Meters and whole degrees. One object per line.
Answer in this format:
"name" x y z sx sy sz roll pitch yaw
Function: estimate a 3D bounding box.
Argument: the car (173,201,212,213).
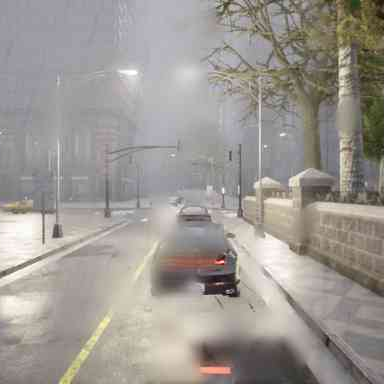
"car" 0.095 1.477 18.849 1.882 1.535 5.008 0 0 0

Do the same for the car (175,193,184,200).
"car" -3.023 1.057 80.344 2.097 1.767 4.553 0 1 0

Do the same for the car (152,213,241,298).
"car" 0.096 1.505 8.528 1.837 1.490 4.892 0 0 0

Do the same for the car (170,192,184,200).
"car" -3.086 1.091 60.062 2.150 2.045 5.566 0 0 1

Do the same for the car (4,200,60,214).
"car" -14.941 1.398 31.177 4.829 1.417 1.752 1 -1 0

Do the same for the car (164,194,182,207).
"car" -3.105 1.424 50.177 2.128 1.511 4.902 0 0 0

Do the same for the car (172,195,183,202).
"car" -3.020 1.322 70.057 2.128 1.511 4.902 0 0 0
